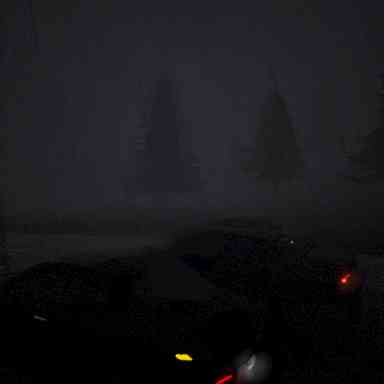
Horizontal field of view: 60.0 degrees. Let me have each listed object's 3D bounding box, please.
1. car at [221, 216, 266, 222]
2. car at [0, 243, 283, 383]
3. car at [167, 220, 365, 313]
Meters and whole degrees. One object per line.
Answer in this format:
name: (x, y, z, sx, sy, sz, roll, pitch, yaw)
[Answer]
car: (1.312, 1.518, 11.141, 4.181, 1.385, 1.994, 0, 0, 29)
car: (-1.411, 1.519, 4.428, 4.674, 1.442, 1.812, 0, 0, 30)
car: (0.850, 1.516, 7.491, 5.357, 1.411, 2.033, 0, 0, 31)
